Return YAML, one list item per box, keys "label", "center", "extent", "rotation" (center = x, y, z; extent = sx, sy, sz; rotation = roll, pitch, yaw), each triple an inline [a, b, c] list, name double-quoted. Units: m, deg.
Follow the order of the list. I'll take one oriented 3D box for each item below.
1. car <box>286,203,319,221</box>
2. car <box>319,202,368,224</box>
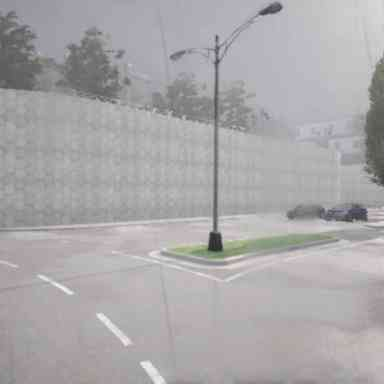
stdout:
- label: "car"
  center: [10.757, 1.843, 31.136]
  extent: [4.892, 1.490, 1.837]
  rotation: [1, 0, -40]
- label: "car"
  center: [13.308, 1.697, 28.709]
  extent: [4.553, 1.767, 2.097]
  rotation: [1, -1, -40]
